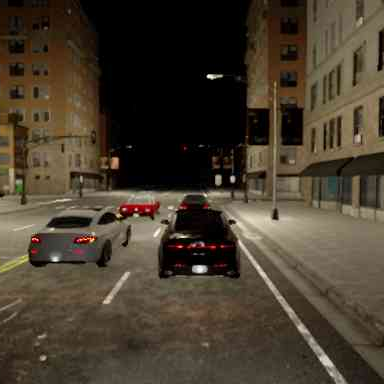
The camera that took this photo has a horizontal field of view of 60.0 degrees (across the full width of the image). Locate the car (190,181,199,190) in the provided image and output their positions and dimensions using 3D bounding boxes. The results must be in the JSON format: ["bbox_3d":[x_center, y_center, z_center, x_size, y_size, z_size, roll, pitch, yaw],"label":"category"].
[{"bbox_3d":[0.713,-1.316,81.026,1.837,1.490,4.892,0,2,1],"label":"car"}]

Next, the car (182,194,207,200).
[{"bbox_3d":[0.168,0.862,19.087,1.812,1.442,4.674,0,2,1],"label":"car"}]

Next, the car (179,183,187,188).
[{"bbox_3d":[-2.445,-1.758,91.465,1.994,1.385,4.181,0,2,1],"label":"car"}]

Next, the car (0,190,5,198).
[{"bbox_3d":[-25.021,0.164,40.298,4.313,1.339,1.947,0,2,1],"label":"car"}]

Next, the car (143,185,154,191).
[{"bbox_3d":[-9.133,-0.846,70.117,1.895,1.301,4.718,0,2,1],"label":"car"}]

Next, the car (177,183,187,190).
[{"bbox_3d":[-2.533,-1.310,81.472,1.812,1.442,4.674,0,2,1],"label":"car"}]

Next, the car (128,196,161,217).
[{"bbox_3d":[-2.974,0.900,20.093,1.895,1.301,4.718,0,2,1],"label":"car"}]

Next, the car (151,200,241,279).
[{"bbox_3d":[0.179,1.190,8.985,1.837,1.490,4.892,0,2,1],"label":"car"}]

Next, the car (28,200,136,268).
[{"bbox_3d":[-3.069,1.180,9.807,1.812,1.442,4.674,0,2,0],"label":"car"}]

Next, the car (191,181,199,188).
[{"bbox_3d":[0.805,-2.083,91.455,2.150,2.045,5.566,0,2,1],"label":"car"}]
